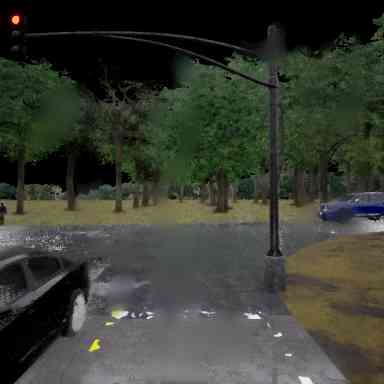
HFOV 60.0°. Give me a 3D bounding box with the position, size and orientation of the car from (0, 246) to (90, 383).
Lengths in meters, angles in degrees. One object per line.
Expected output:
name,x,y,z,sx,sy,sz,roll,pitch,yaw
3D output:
car,-2.772,1.480,3.858,1.882,1.535,5.008,0,0,2

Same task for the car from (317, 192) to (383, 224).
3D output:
car,11.542,1.066,22.846,5.566,2.045,2.150,-1,-2,-3

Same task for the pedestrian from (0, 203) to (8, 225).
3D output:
pedestrian,-15.239,1.718,26.772,0.375,1.860,0.375,0,-1,0
